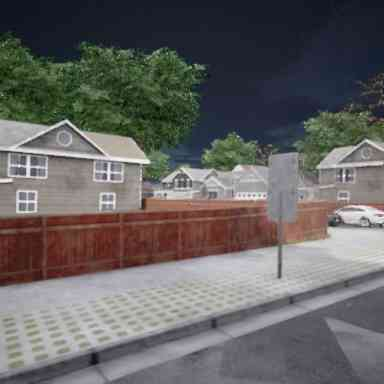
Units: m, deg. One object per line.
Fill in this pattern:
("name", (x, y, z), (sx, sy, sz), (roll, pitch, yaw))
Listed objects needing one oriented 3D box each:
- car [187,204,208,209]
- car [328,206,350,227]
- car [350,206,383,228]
("car", (1.039, 1.827, 32.743), (1.895, 1.301, 4.718), (2, -2, -36))
("car", (8.096, 1.644, 22.790), (1.994, 1.385, 4.181), (2, -2, -36))
("car", (11.388, 1.687, 23.534), (1.812, 1.442, 4.674), (2, -2, -36))
